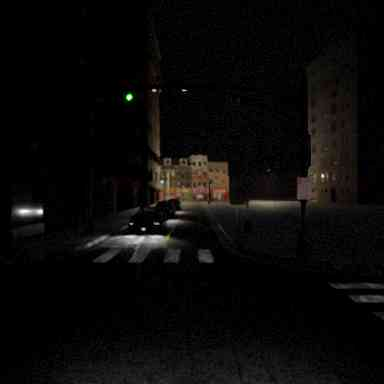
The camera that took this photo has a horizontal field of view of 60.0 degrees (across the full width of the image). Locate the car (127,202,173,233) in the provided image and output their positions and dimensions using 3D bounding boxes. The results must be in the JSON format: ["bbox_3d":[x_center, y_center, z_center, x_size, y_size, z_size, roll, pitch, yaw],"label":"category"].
[{"bbox_3d":[-2.548,1.587,20.244,2.033,1.411,5.357,0,0,1],"label":"car"}]

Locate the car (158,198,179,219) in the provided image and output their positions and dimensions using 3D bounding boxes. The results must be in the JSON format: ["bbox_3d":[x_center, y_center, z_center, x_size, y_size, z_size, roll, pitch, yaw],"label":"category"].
[{"bbox_3d":[-2.466,1.571,30.387,1.837,1.490,4.892,0,0,0],"label":"car"}]

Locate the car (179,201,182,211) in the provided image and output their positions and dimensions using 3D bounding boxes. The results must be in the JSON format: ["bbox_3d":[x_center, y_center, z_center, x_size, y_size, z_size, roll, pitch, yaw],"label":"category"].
[{"bbox_3d":[-2.361,1.608,42.220,1.837,1.490,4.892,0,0,1],"label":"car"}]
